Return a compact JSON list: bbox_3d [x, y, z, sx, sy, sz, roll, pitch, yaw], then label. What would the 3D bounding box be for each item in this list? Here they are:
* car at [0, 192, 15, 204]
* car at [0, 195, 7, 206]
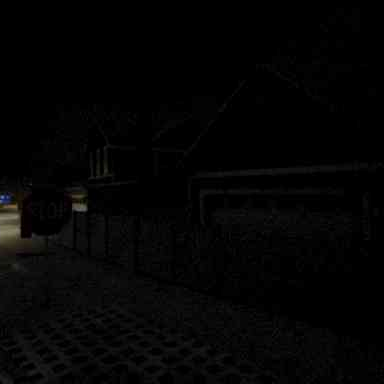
[{"bbox_3d":[-32.655,1.066,58.507,2.150,2.045,5.566,0,0,-20],"label":"car"},{"bbox_3d":[-29.266,1.488,49.102,1.895,1.301,4.718,0,0,-20],"label":"car"}]
